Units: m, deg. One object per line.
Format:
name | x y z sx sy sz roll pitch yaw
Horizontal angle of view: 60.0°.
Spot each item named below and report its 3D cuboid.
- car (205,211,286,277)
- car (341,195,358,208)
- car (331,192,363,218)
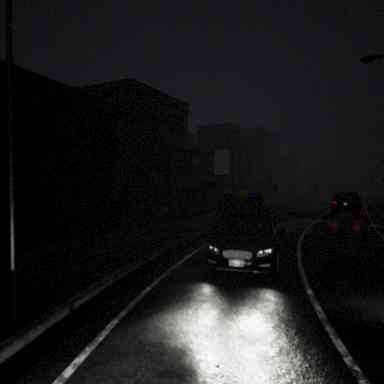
car | 1.777 1.387 10.165 2.128 1.511 4.902 0 1 17
car | 20.050 1.199 42.198 1.812 1.442 4.674 1 1 27
car | 13.090 1.001 28.174 2.150 2.045 5.566 1 1 27
